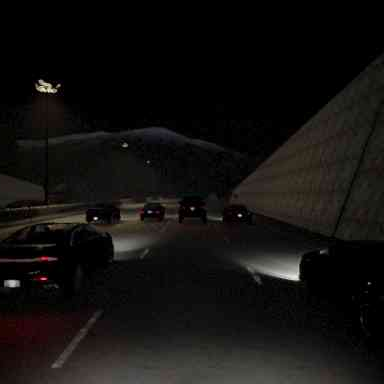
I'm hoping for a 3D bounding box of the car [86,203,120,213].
[{"bbox_3d":[-6.959,1.653,26.417,1.837,1.490,4.892,0,0,0],"label":"car"}]

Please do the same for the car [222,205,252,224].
[{"bbox_3d":[3.541,1.727,26.652,1.994,1.385,4.181,0,0,0],"label":"car"}]

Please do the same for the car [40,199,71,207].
[{"bbox_3d":[-17.654,1.732,44.118,2.128,1.511,4.902,0,-1,0],"label":"car"}]

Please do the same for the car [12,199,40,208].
[{"bbox_3d":[-21.154,1.727,44.113,2.128,1.511,4.902,0,-1,0],"label":"car"}]

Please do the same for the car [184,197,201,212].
[{"bbox_3d":[0.009,1.607,43.005,2.097,1.767,4.553,0,0,0],"label":"car"}]

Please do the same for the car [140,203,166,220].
[{"bbox_3d":[-3.466,1.720,29.881,2.033,1.411,5.357,0,0,0],"label":"car"}]

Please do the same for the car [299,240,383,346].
[{"bbox_3d":[3.581,1.607,6.419,1.994,1.385,4.181,0,0,0],"label":"car"}]

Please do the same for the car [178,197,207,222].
[{"bbox_3d":[0.038,1.387,27.809,2.150,2.045,5.566,0,0,0],"label":"car"}]

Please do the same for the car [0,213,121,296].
[{"bbox_3d":[-3.423,1.540,8.762,2.128,1.511,4.902,0,0,0],"label":"car"}]

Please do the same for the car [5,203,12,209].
[{"bbox_3d":[-24.628,1.800,47.986,2.033,1.411,5.357,0,0,0],"label":"car"}]
